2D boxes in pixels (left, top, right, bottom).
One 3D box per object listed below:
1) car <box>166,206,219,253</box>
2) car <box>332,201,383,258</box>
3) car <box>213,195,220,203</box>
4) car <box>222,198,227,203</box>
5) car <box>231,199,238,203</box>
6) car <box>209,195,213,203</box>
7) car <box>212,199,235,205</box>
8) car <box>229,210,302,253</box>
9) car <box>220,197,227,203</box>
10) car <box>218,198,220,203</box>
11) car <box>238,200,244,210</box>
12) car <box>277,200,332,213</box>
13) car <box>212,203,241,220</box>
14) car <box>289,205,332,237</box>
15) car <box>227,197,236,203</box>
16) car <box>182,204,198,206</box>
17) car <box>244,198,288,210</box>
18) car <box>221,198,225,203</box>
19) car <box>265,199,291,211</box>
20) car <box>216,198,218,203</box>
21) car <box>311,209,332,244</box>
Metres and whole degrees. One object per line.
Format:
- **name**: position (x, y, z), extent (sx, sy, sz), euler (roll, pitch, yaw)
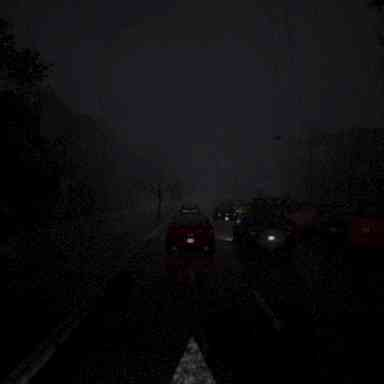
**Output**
- **car**: position (-0.068, 1.610, 14.440), extent (1.882, 1.535, 5.008), euler (0, 0, 0)
- **car**: position (8.048, 1.339, 11.555), extent (5.566, 2.045, 2.435), euler (1, -1, -20)
- **car**: position (7.612, 2.061, 65.572), extent (5.566, 2.045, 2.435), euler (1, -1, -20)
- **car**: position (7.698, 2.107, 50.547), extent (5.008, 1.535, 2.097), euler (1, -1, -20)
- **car**: position (7.629, 1.902, 38.475), extent (5.366, 1.575, 1.946), euler (1, -1, -20)
- **car**: position (7.488, 2.129, 74.551), extent (5.566, 2.045, 2.435), euler (1, 0, -20)
- **car**: position (7.633, 2.398, 80.644), extent (5.366, 1.575, 1.946), euler (1, 0, -20)
- **car**: position (2.930, 1.694, 14.318), extent (1.994, 1.385, 4.181), euler (0, 0, 0)
- **car**: position (7.689, 2.075, 56.559), extent (4.553, 1.767, 2.185), euler (1, -1, -20)
- **car**: position (7.635, 2.286, 59.545), extent (4.674, 1.452, 2.002), euler (1, 0, -20)
- **car**: position (7.999, 1.865, 35.612), extent (5.366, 1.575, 1.946), euler (1, -1, -20)
- **car**: position (7.981, 1.552, 20.551), extent (4.553, 1.767, 2.185), euler (1, 0, -20)
- **car**: position (2.810, 1.892, 29.093), extent (1.895, 1.301, 4.718), euler (0, -1, 0)
- **car**: position (7.980, 1.648, 17.540), extent (4.892, 1.521, 2.231), euler (1, 0, -20)
- **car**: position (7.757, 1.705, 41.532), extent (5.566, 2.045, 2.435), euler (1, -1, -20)
- **car**: position (-0.190, 1.787, 29.262), extent (2.128, 1.511, 4.902), euler (0, -1, 0)
- **car**: position (7.902, 1.530, 29.564), extent (5.566, 2.045, 2.435), euler (1, -1, -20)
- **car**: position (7.683, 2.195, 53.546), extent (4.674, 1.452, 2.002), euler (1, -1, -20)
- **car**: position (7.894, 1.583, 23.536), extent (4.553, 1.767, 2.185), euler (1, -1, -20)
- **car**: position (7.634, 2.309, 62.570), extent (4.792, 1.488, 2.163), euler (1, -1, -20)
- **car**: position (8.021, 1.647, 14.555), extent (4.792, 1.488, 2.163), euler (1, -1, -20)
